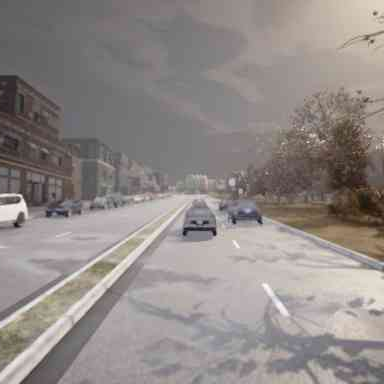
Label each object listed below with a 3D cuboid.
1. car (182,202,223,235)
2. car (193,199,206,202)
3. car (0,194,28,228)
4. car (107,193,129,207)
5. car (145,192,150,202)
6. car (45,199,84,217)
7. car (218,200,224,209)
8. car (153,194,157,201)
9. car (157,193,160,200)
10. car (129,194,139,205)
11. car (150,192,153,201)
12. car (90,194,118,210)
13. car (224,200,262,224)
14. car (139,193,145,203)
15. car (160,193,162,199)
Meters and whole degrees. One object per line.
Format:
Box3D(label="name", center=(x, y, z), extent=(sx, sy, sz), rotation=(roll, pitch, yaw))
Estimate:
Box3D(label="car", center=(0.436, 1.532, 18.825), extent=(2.033, 1.411, 5.357), rotation=(0, 0, 1))
Box3D(label="car", center=(0.879, 1.513, 40.212), extent=(2.033, 1.411, 5.357), rotation=(0, 0, 1))
Box3D(label="car", center=(-11.354, 1.121, 18.515), extent=(2.435, 2.045, 5.566), rotation=(0, 0, 1))
Box3D(label="car", center=(-10.920, 1.102, 46.136), extent=(2.435, 2.045, 5.566), rotation=(0, 0, 1))
Box3D(label="car", center=(-10.573, 1.213, 68.168), extent=(2.185, 1.767, 4.553), rotation=(0, 0, 1))
Box3D(label="car", center=(-11.186, 1.394, 29.560), extent=(2.163, 1.488, 4.792), rotation=(0, 0, 1))
Box3D(label="car", center=(4.130, 1.576, 39.902), extent=(1.895, 1.301, 4.718), rotation=(0, 0, 1))
Box3D(label="car", center=(-10.400, 1.080, 79.157), extent=(2.435, 2.045, 5.566), rotation=(0, 0, 1))
Box3D(label="car", center=(-10.313, 1.329, 84.841), extent=(2.231, 1.521, 4.892), rotation=(0, 0, 1))
Box3D(label="car", center=(-10.828, 1.348, 55.557), extent=(2.231, 1.521, 4.892), rotation=(0, 0, 2))
Box3D(label="car", center=(-10.490, 1.332, 73.476), extent=(1.946, 1.575, 5.366), rotation=(0, 0, 1))
Box3D(label="car", center=(-11.007, 1.358, 40.647), extent=(2.231, 1.521, 4.892), rotation=(0, 0, 1))
Box3D(label="car", center=(3.827, 1.342, 24.775), extent=(2.097, 1.767, 4.553), rotation=(0, 0, 1))
Box3D(label="car", center=(-10.664, 1.340, 62.427), extent=(1.946, 1.575, 5.366), rotation=(0, 0, 1))
Box3D(label="car", center=(-10.224, 1.325, 90.366), extent=(2.231, 1.521, 4.892), rotation=(0, 0, 1))
